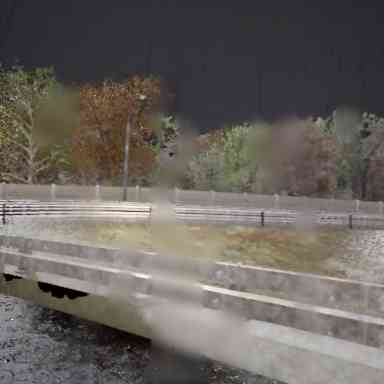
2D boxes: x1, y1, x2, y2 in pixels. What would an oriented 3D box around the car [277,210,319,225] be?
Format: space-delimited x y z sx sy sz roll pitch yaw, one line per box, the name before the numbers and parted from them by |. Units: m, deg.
car | 11.616 2.737 36.572 4.892 1.490 1.837 4 -1 -20
